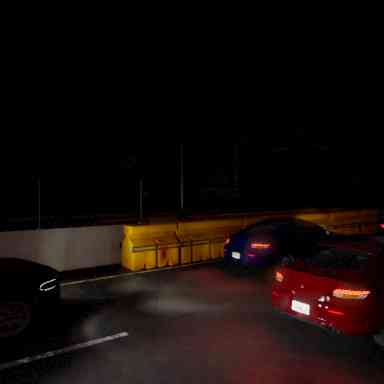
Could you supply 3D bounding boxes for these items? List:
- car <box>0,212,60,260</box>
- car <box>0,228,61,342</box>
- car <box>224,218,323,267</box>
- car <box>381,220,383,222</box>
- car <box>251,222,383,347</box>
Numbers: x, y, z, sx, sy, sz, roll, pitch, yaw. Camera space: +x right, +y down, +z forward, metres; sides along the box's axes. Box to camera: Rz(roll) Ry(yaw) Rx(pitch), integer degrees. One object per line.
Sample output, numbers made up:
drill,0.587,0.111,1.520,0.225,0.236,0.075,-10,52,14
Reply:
car,-7.601,1.547,11.462,5.357,1.411,2.033,0,0,-35
car,-4.556,1.478,4.794,5.008,1.535,1.882,0,0,-35
car,3.055,1.526,10.230,4.674,1.442,1.812,0,0,-35
car,10.854,1.547,15.790,5.357,1.411,2.033,0,0,-36
car,3.454,1.526,6.221,4.674,1.442,1.812,0,0,-36
